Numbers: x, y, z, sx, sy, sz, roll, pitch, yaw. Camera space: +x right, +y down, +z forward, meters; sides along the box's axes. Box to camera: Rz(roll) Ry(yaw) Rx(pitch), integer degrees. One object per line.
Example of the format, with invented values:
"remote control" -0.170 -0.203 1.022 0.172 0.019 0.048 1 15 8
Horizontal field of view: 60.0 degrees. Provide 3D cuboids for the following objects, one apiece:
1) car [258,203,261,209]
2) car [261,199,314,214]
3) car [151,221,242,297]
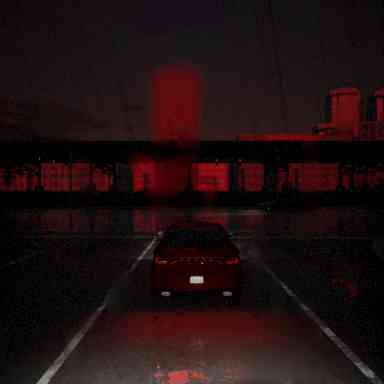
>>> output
"car" 10.017 1.492 38.769 4.674 1.442 1.812 0 0 2
"car" 10.131 1.459 34.259 4.902 1.511 2.128 0 0 -13
"car" 0.095 1.478 8.637 1.882 1.535 5.008 0 0 0
